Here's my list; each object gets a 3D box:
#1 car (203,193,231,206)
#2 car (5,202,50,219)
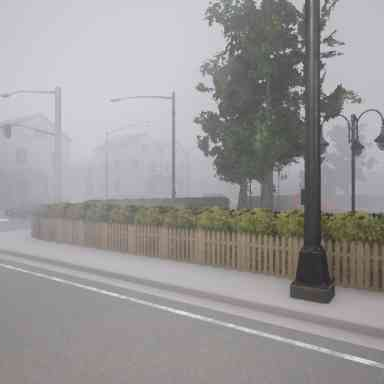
[{"bbox_3d":[3.528,1.221,48.161,2.150,2.045,5.566,0,0,35],"label":"car"},{"bbox_3d":[-14.031,1.564,29.263,1.994,1.385,4.181,0,0,35],"label":"car"}]
